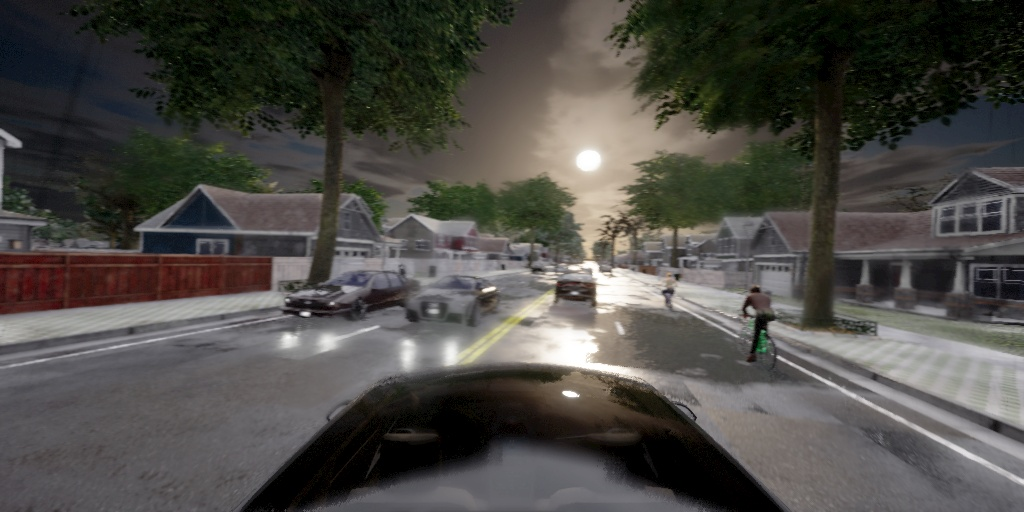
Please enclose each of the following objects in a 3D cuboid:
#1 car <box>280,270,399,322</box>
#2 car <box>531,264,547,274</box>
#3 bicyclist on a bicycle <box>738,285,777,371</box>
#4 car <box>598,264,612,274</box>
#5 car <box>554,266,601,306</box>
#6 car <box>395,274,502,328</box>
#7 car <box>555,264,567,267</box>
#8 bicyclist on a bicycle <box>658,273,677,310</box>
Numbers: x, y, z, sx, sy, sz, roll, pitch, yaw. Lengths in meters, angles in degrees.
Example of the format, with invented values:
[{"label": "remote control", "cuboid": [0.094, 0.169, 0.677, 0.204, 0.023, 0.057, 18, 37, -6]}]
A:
[{"label": "car", "cuboid": [-4.879, 1.190, 12.069, 2.033, 1.411, 5.357, 2, 0, 12]}, {"label": "car", "cuboid": [3.940, 1.876, 52.008, 1.895, 1.301, 4.718, 2, 0, 13]}, {"label": "bicyclist on a bicycle", "cuboid": [5.109, 1.438, 7.480, 0.582, 1.620, 1.656, 2, -1, 12]}, {"label": "car", "cuboid": [16.259, 2.318, 61.805, 2.128, 1.511, 4.902, 2, 0, 12]}, {"label": "car", "cuboid": [3.213, 1.466, 17.665, 1.882, 1.535, 5.008, 2, 0, 12]}, {"label": "car", "cuboid": [-1.668, 1.323, 11.548, 1.994, 1.385, 4.181, 2, 0, 12]}, {"label": "car", "cuboid": [7.148, 1.883, 51.461, 2.128, 1.511, 4.902, 2, 0, 13]}, {"label": "bicyclist on a bicycle", "cuboid": [7.045, 1.558, 16.158, 0.866, 1.612, 1.509, 2, 0, 12]}]
